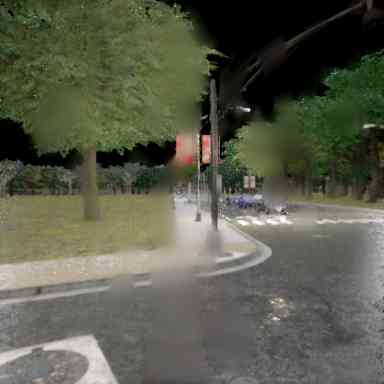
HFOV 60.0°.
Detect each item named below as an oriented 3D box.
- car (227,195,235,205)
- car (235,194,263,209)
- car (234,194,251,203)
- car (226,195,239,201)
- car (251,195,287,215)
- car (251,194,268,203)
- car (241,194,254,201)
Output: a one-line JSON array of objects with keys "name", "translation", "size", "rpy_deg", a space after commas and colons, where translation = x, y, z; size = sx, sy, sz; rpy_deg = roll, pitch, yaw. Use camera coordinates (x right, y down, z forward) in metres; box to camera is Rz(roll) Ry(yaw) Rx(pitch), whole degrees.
[{"name": "car", "translation": [6.462, 1.220, 50.803], "size": [2.128, 1.511, 4.902], "rpy_deg": [-1, 0, -3]}, {"name": "car", "translation": [6.936, 1.242, 40.680], "size": [1.882, 1.535, 5.008], "rpy_deg": [-1, 0, -3]}, {"name": "car", "translation": [9.171, 1.151, 60.988], "size": [2.128, 1.511, 4.902], "rpy_deg": [-1, 0, -3]}, {"name": "car", "translation": [8.615, 1.229, 71.389], "size": [1.895, 1.301, 4.718], "rpy_deg": [-1, 0, -3]}, {"name": "car", "translation": [7.412, 1.293, 31.286], "size": [2.128, 1.511, 4.902], "rpy_deg": [-1, 0, -3]}, {"name": "car", "translation": [12.400, 1.146, 61.462], "size": [1.812, 1.442, 4.674], "rpy_deg": [-1, 0, -3]}, {"name": "car", "translation": [11.851, 1.120, 71.719], "size": [1.812, 1.442, 4.674], "rpy_deg": [-1, 0, -3]}]
